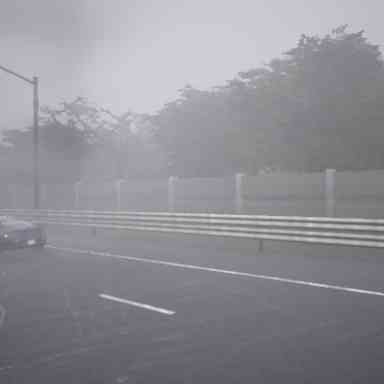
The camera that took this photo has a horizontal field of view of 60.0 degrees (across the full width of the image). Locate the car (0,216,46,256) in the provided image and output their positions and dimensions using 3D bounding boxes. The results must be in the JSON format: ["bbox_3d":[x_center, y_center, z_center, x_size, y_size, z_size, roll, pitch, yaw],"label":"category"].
[{"bbox_3d":[-7.855,1.722,13.707,4.674,1.442,1.812,-1,-1,35],"label":"car"}]
